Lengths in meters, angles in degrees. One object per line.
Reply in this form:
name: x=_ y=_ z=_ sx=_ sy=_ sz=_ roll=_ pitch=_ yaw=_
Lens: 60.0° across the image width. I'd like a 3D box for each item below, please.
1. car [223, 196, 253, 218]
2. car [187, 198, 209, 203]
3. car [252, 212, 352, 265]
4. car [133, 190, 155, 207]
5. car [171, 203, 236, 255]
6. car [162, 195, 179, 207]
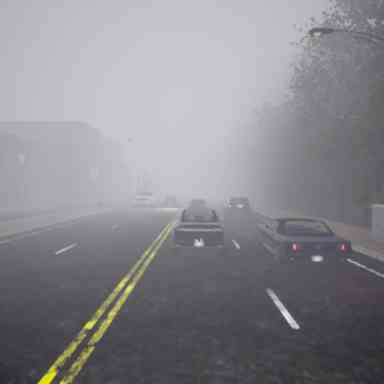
car: x=3.733 y=1.134 z=27.633 sx=2.097 sy=1.767 sz=4.553 roll=0 pitch=0 yaw=1
car: x=0.504 y=1.283 z=28.935 sx=1.812 sy=1.442 sz=4.674 roll=0 pitch=0 yaw=1
car: x=3.488 y=1.519 z=11.337 sx=1.895 sy=1.301 sz=4.718 roll=0 pitch=0 yaw=1
car: x=-5.976 y=0.838 z=42.179 sx=2.150 sy=2.045 sz=5.566 roll=0 pitch=1 yaw=1
car: x=0.262 y=1.384 z=12.763 sx=2.128 sy=1.511 sz=4.902 roll=0 pitch=0 yaw=1
car: x=-2.715 y=1.120 z=42.849 sx=2.128 sy=1.511 sz=4.902 roll=0 pitch=0 yaw=1
